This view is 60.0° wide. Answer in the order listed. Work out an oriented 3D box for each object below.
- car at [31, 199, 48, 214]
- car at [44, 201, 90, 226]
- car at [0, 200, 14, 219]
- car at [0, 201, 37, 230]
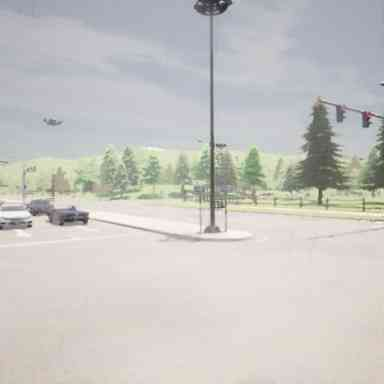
[{"bbox_3d":[-14.462,1.463,31.747,1.837,1.490,4.892,0,0,-35],"label":"car"},{"bbox_3d":[-8.813,1.560,23.593,1.895,1.301,4.718,0,0,-35],"label":"car"},{"bbox_3d":[-17.483,1.528,29.961,2.033,1.411,5.357,0,0,-34],"label":"car"},{"bbox_3d":[-11.626,1.507,21.534,1.812,1.442,4.674,0,0,-35],"label":"car"}]
